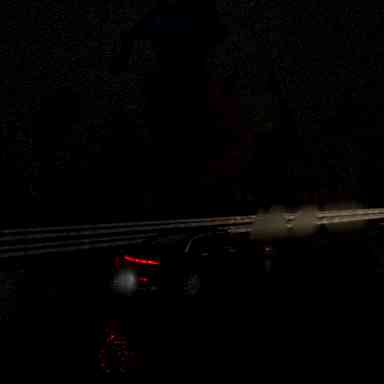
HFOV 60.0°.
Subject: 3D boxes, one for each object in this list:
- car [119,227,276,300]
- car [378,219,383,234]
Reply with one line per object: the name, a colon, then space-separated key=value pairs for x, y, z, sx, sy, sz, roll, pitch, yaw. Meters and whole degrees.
car: x=0.401 y=1.734 z=9.101 sx=4.892 sy=1.490 sz=1.837 roll=1 pitch=-2 yaw=-43
car: x=13.747 y=2.012 z=21.314 sx=5.357 sy=1.411 sz=2.033 roll=1 pitch=-2 yaw=-42
